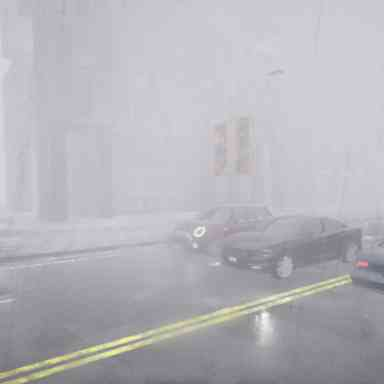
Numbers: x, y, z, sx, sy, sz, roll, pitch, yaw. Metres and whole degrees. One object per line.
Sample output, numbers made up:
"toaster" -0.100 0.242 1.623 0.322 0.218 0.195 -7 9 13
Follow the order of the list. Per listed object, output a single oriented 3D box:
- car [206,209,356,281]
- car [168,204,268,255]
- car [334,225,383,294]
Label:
"car" 3.058 1.402 9.859 5.008 1.535 1.882 -1 0 -35
"car" 1.321 1.274 12.611 4.553 1.767 2.097 -1 0 -35
"car" 5.737 1.464 7.537 5.357 1.411 2.033 -1 0 -35
